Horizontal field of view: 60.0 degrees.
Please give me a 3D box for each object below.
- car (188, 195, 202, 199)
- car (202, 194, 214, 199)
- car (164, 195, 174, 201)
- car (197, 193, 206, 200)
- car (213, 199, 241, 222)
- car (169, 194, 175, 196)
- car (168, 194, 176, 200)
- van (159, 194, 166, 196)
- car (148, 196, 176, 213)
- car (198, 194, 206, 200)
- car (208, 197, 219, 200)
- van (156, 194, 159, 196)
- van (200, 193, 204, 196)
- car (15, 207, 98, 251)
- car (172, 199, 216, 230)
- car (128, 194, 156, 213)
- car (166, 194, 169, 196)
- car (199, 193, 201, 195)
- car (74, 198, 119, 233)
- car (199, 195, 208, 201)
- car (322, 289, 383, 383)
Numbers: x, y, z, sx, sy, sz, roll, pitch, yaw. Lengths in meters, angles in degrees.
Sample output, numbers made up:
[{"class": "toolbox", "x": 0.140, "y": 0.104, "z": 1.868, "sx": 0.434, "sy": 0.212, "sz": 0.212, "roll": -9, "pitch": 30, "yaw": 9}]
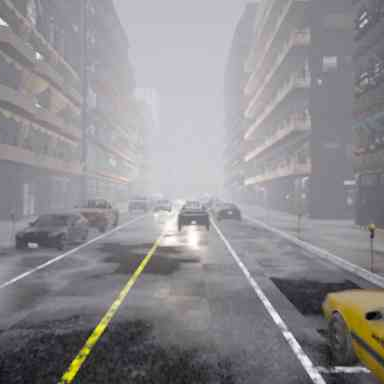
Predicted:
[{"class": "car", "x": 0.095, "y": 1.503, "z": 46.160, "sx": 1.895, "sy": 1.301, "sz": 4.718, "roll": 0, "pitch": 0, "yaw": 0}, {"class": "car", "x": 2.702, "y": 1.350, "z": 42.560, "sx": 1.967, "sy": 1.590, "sz": 4.097, "roll": 1, "pitch": 0, "yaw": 0}, {"class": "car", "x": -5.652, "y": 1.403, "z": 82.292, "sx": 1.947, "sy": 1.339, "sz": 4.313, "roll": 1, "pitch": 0, "yaw": 0}, {"class": "car", "x": 2.699, "y": 1.133, "z": 93.722, "sx": 2.192, "sy": 1.841, "sz": 5.009, "roll": 1, "pitch": 0, "yaw": 0}, {"class": "car", "x": 2.701, "y": 1.510, "z": 25.507, "sx": 1.947, "sy": 1.339, "sz": 4.313, "roll": 1, "pitch": 0, "yaw": 0}, {"class": "car", "x": -5.648, "y": 1.287, "z": 76.607, "sx": 1.967, "sy": 1.590, "sz": 4.097, "roll": 1, "pitch": 0, "yaw": 0}, {"class": "car", "x": -5.652, "y": 1.363, "z": 93.661, "sx": 1.887, "sy": 1.381, "sz": 4.507, "roll": 1, "pitch": 0, "yaw": 0}, {"class": "van", "x": -5.683, "y": 1.228, "z": 53.869, "sx": 1.690, "sy": 1.788, "sz": 3.998, "roll": 1, "pitch": 0, "yaw": 0}, {"class": "car", "x": -3.097, "y": 1.470, "z": 36.069, "sx": 2.033, "sy": 1.411, "sz": 5.357, "roll": 0, "pitch": 0, "yaw": 0}, {"class": "car", "x": 2.697, "y": 1.267, "z": 88.038, "sx": 1.967, "sy": 1.590, "sz": 4.097, "roll": 1, "pitch": 0, "yaw": 0}, {"class": "car", "x": 2.701, "y": 1.458, "z": 31.361, "sx": 1.752, "sy": 1.417, "sz": 4.829, "roll": 1, "pitch": 0, "yaw": 0}, {"class": "van", "x": -5.676, "y": 1.251, "z": 42.499, "sx": 1.690, "sy": 1.788, "sz": 3.998, "roll": 1, "pitch": 0, "yaw": 0}, {"class": "van", "x": 2.702, "y": 1.228, "z": 53.930, "sx": 1.690, "sy": 1.788, "sz": 3.998, "roll": 1, "pitch": 0, "yaw": 0}, {"class": "car", "x": -5.678, "y": 1.535, "z": 14.077, "sx": 1.947, "sy": 1.339, "sz": 4.313, "roll": 1, "pitch": 0, "yaw": 0}, {"class": "car", "x": 0.098, "y": 1.446, "z": 20.640, "sx": 2.128, "sy": 1.511, "sz": 4.902, "roll": 0, "pitch": 0, "yaw": 0}, {"class": "car", "x": -5.675, "y": 1.236, "z": 36.814, "sx": 2.192, "sy": 1.841, "sz": 5.009, "roll": 1, "pitch": 0, "yaw": 0}, {"class": "car", "x": -5.672, "y": 1.427, "z": 59.554, "sx": 2.008, "sy": 1.369, "sz": 4.403, "roll": 1, "pitch": 0, "yaw": 0}, {"class": "car", "x": 2.696, "y": 1.438, "z": 70.984, "sx": 1.802, "sy": 1.307, "sz": 4.206, "roll": 1, "pitch": 0, "yaw": 0}, {"class": "car", "x": -5.674, "y": 1.272, "z": 19.761, "sx": 2.192, "sy": 1.841, "sz": 5.009, "roll": 1, "pitch": 0, "yaw": 0}, {"class": "car", "x": 2.696, "y": 1.412, "z": 76.669, "sx": 1.947, "sy": 1.339, "sz": 4.313, "roll": 1, "pitch": 0, "yaw": 0}, {"class": "car", "x": 2.704, "y": 1.519, "z": 2.938, "sx": 1.752, "sy": 1.417, "sz": 4.829, "roll": 1, "pitch": 0, "yaw": 0}]
